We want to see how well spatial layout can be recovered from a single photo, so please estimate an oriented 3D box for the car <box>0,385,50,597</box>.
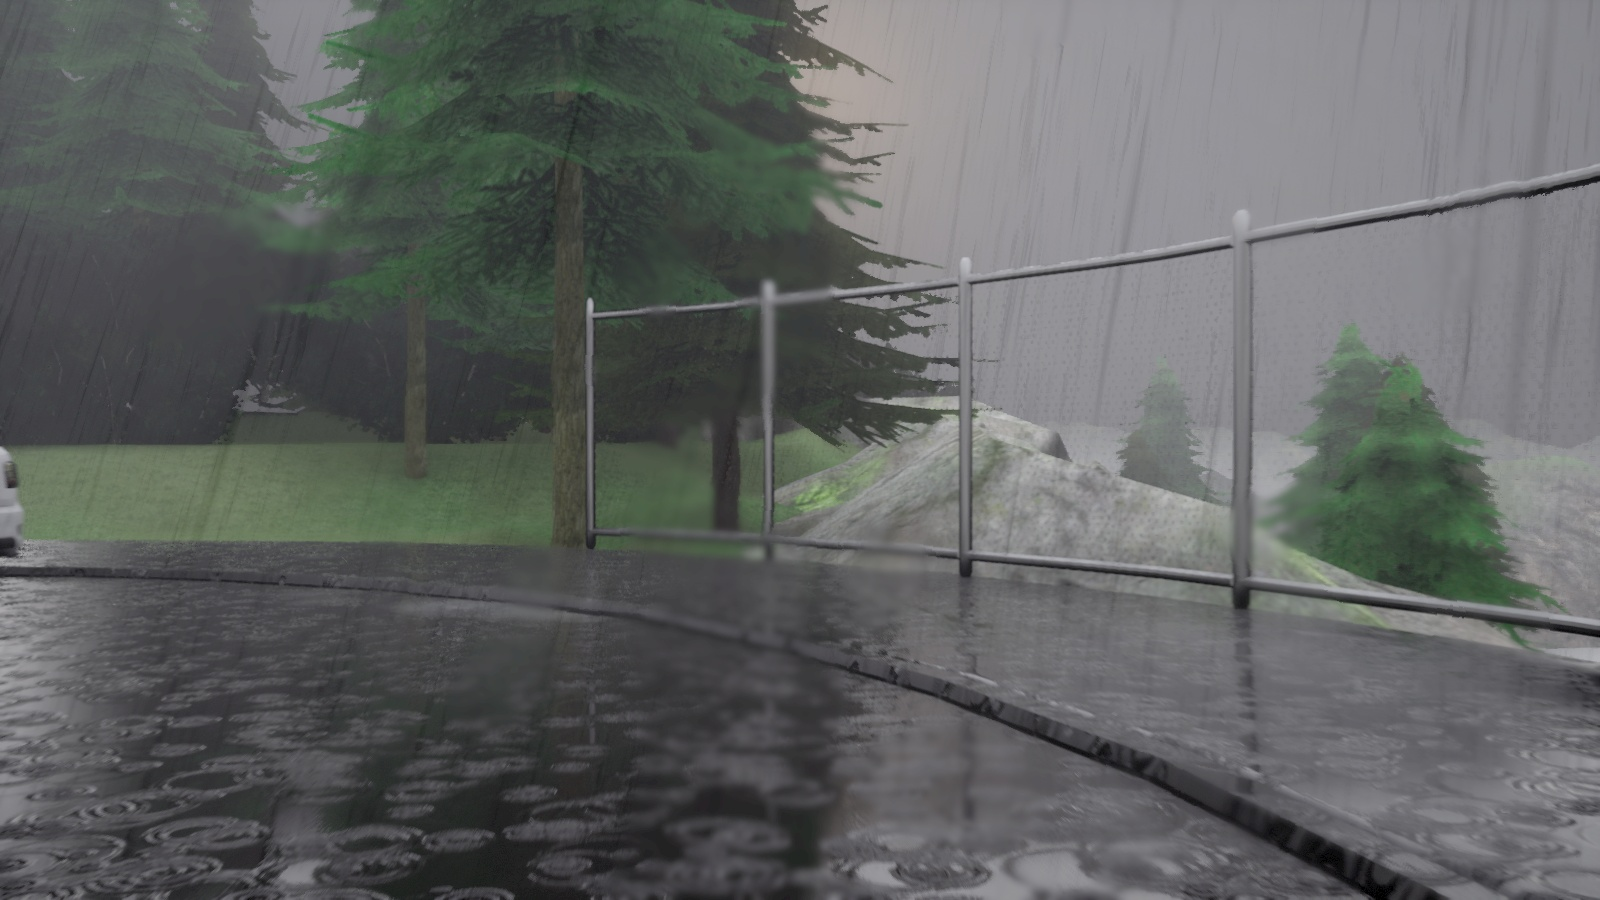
[{"bbox_3d":[-10.518,0.393,12.115,5.566,2.045,2.150,0,0,10],"label":"car"}]
